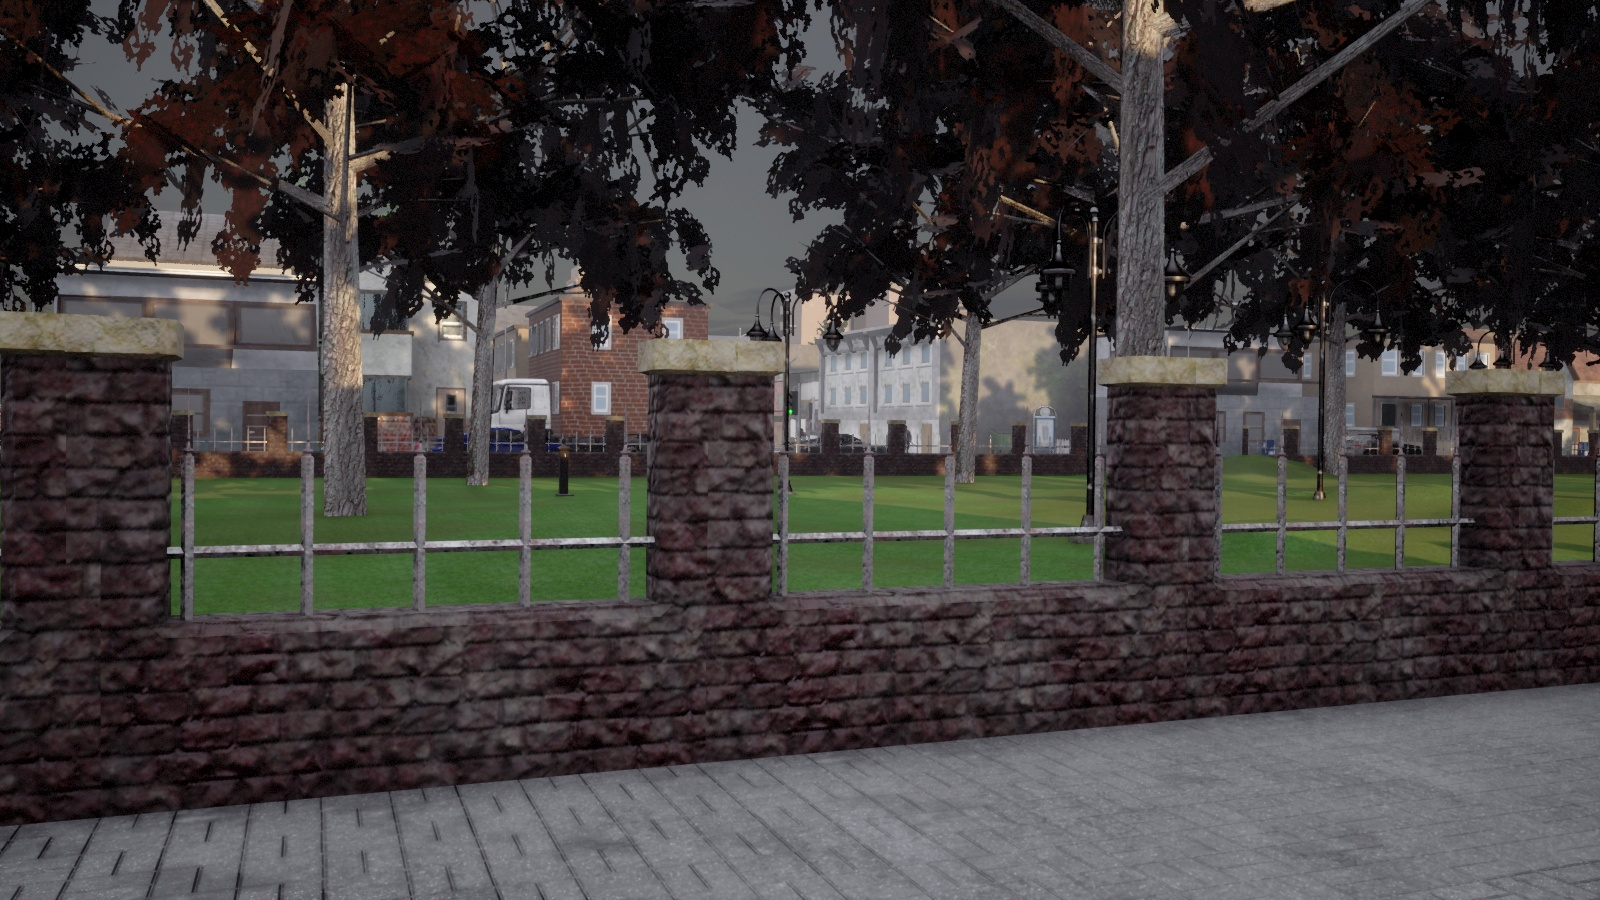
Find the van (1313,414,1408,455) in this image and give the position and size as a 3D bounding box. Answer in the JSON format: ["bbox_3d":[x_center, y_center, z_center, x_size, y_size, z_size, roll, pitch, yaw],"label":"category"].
[{"bbox_3d":[28.271,-0.785,63.343,4.442,1.987,1.775,-1,1,-21],"label":"van"}]

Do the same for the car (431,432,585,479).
[{"bbox_3d":[-10.255,0.169,44.116,5.008,1.535,1.882,-1,1,-21],"label":"car"}]

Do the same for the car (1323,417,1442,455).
[{"bbox_3d":[27.188,-0.671,58.629,5.027,1.651,2.152,-1,1,-21],"label":"car"}]

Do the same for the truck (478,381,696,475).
[{"bbox_3d":[-8.309,-0.893,49.130,7.936,3.462,2.891,-1,1,-22],"label":"truck"}]

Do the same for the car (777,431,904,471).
[{"bbox_3d":[1.589,0.008,49.078,4.674,1.442,1.812,-1,1,-28],"label":"car"}]
